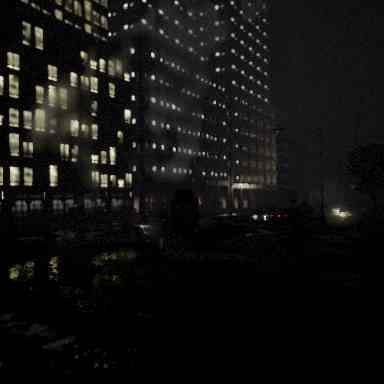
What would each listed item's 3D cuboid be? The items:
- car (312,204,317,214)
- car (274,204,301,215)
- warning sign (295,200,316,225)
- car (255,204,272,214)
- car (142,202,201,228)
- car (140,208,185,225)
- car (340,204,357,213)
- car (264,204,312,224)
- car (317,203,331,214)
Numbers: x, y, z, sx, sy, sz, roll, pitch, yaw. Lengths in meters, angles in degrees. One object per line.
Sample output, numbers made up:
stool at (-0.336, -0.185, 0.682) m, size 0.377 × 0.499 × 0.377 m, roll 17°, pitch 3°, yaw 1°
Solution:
car at (14.284, 2.363, 43.635) m, size 1.882 × 1.535 × 5.008 m, roll -2°, pitch -2°, yaw 37°
car at (14.102, 2.573, 48.974) m, size 2.033 × 1.411 × 5.357 m, roll -2°, pitch -2°, yaw 36°
warning sign at (8.839, 1.585, 25.932) m, size 1.300 × 1.860 × 1.060 m, roll 0°, pitch 0°, yaw 36°
car at (11.297, 2.570, 50.651) m, size 1.882 × 1.535 × 5.008 m, roll -2°, pitch -2°, yaw 37°
car at (-1.446, 1.828, 27.898) m, size 2.150 × 2.045 × 5.566 m, roll -2°, pitch -2°, yaw 36°
car at (-2.746, 2.278, 31.609) m, size 1.994 × 1.385 × 4.181 m, roll -2°, pitch -2°, yaw 36°
car at (24.399, 2.540, 51.867) m, size 1.812 × 1.442 × 4.674 m, roll -2°, pitch -2°, yaw 36°
car at (8.995, 2.143, 30.813) m, size 2.033 × 1.411 × 5.357 m, roll -2°, pitch -2°, yaw 36°
car at (20.251, 2.527, 51.862) m, size 1.882 × 1.535 × 5.008 m, roll -2°, pitch -2°, yaw 36°
